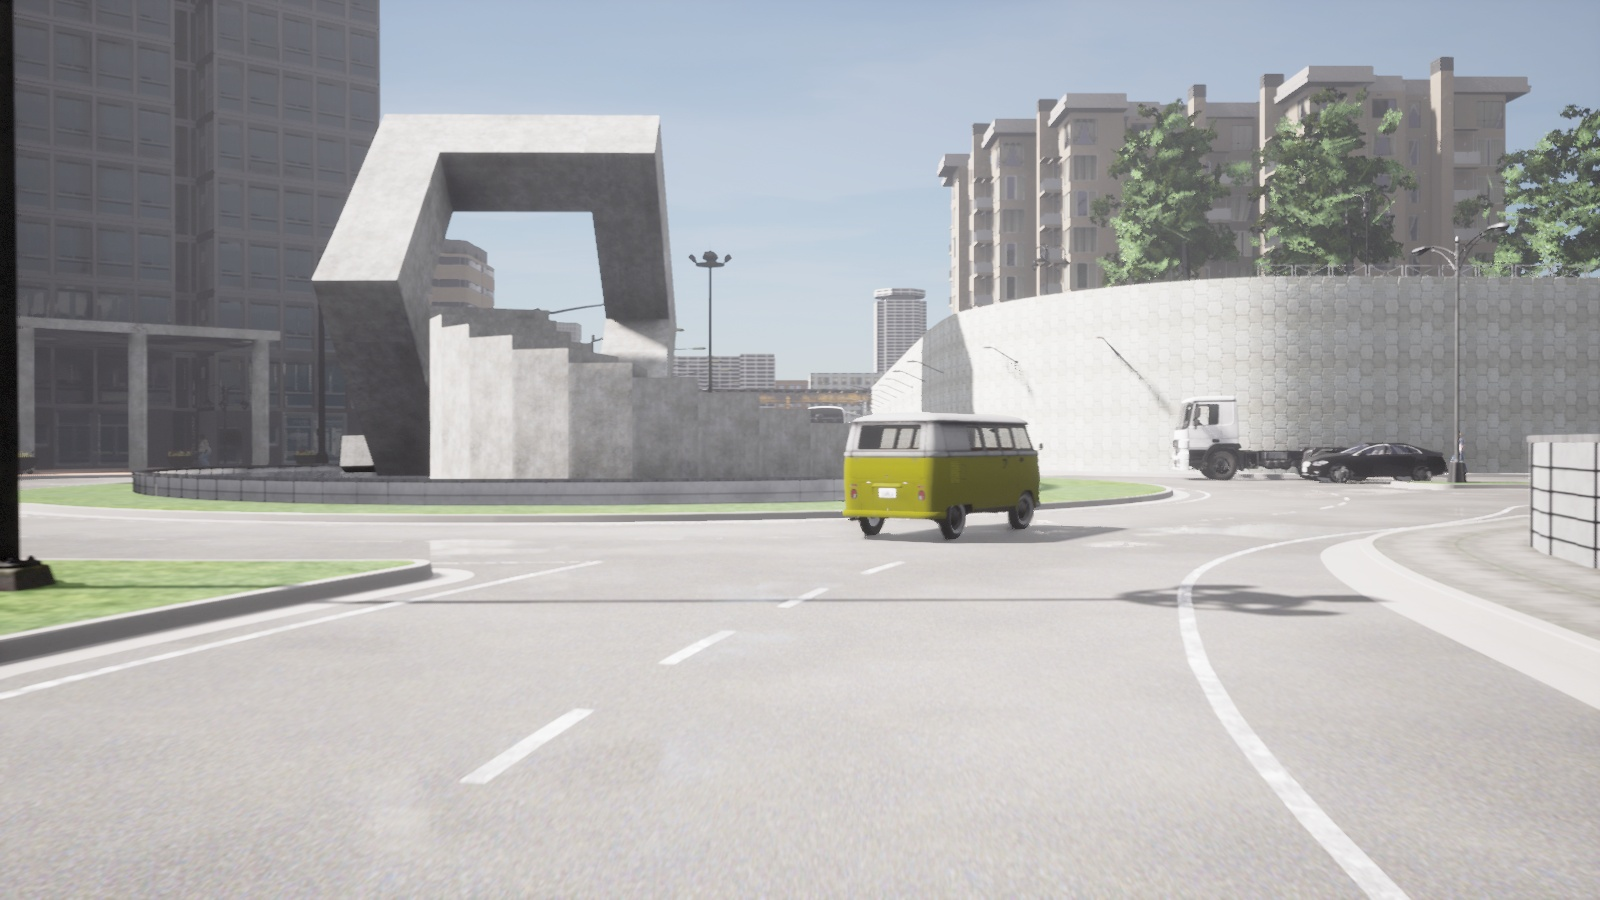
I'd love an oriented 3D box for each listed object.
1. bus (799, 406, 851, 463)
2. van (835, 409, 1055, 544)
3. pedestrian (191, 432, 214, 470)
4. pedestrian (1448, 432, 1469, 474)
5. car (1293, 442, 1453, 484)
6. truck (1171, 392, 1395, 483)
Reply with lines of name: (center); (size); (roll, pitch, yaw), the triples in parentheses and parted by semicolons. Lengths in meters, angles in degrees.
bus: (1.965, -1.188, 99.391); (3.944, 4.253, 10.273); (0, 0, 1)
van: (2.521, 0.384, 20.853); (1.775, 1.987, 4.442); (0, 0, 34)
pedestrian: (-29.097, 0.033, 61.119); (0.900, 1.855, 0.874); (0, 0, -34)
pedestrian: (28.361, 0.125, 54.081); (0.706, 1.836, 0.354); (0, 0, -3)
car: (20.948, 0.464, 46.063); (4.902, 1.511, 2.128); (0, 0, 4)
truck: (19.047, -0.498, 50.017); (7.936, 3.462, 2.891); (0, 0, 10)
